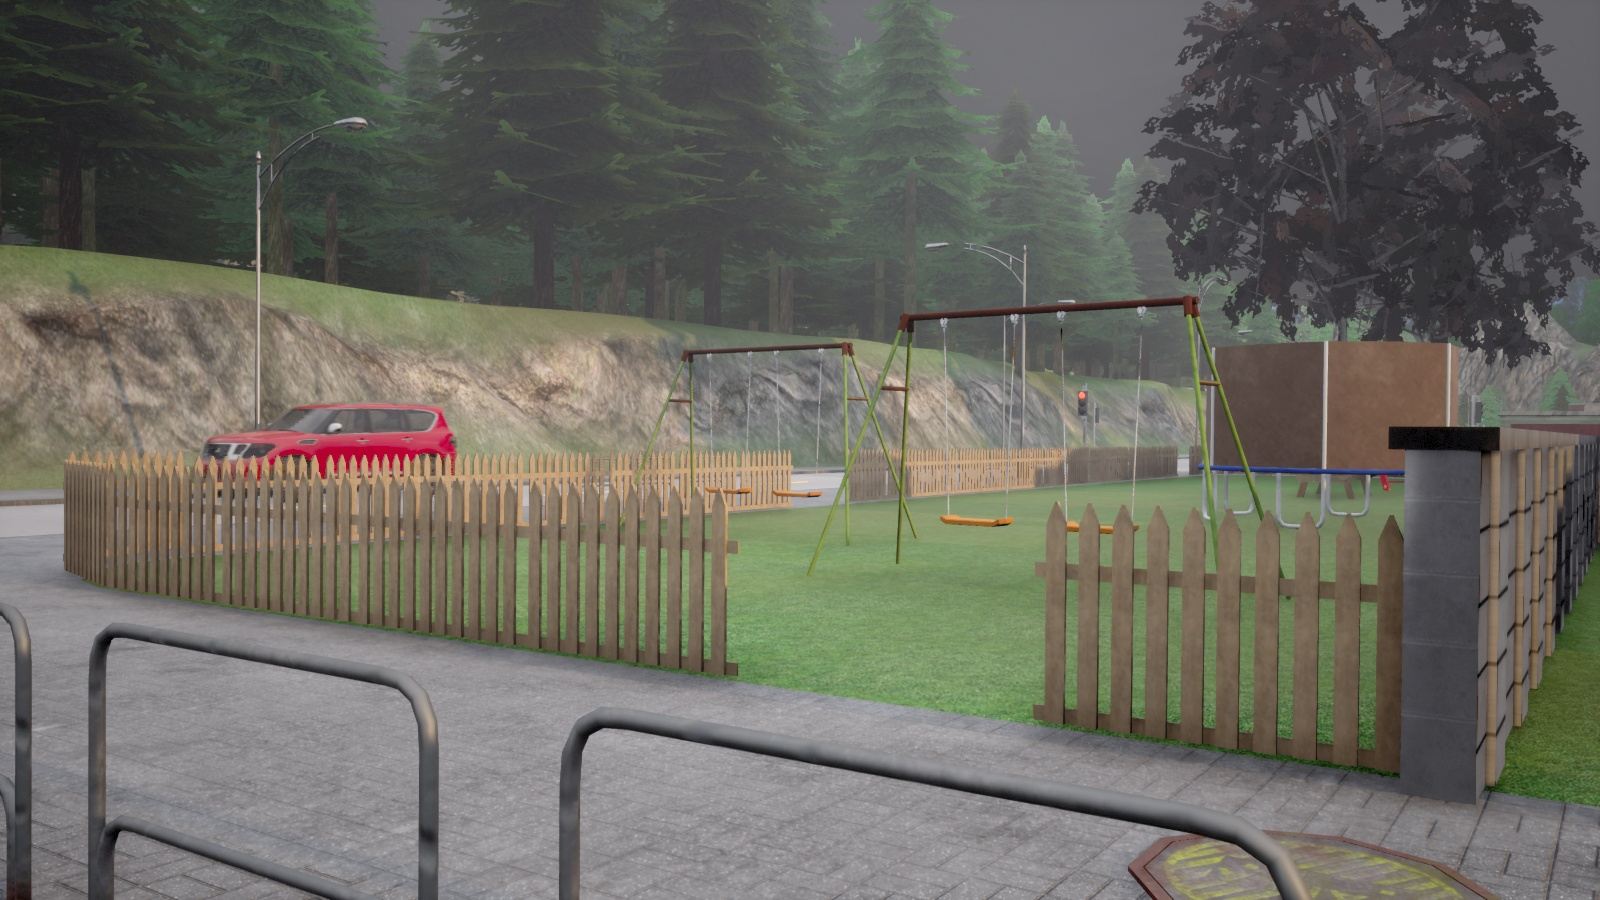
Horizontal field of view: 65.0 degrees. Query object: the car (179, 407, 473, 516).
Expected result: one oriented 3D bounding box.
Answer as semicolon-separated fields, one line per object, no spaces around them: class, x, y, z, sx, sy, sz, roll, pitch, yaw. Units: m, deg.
car;-9.808;0.177;26.503;2.150;2.045;5.566;0;1;34
